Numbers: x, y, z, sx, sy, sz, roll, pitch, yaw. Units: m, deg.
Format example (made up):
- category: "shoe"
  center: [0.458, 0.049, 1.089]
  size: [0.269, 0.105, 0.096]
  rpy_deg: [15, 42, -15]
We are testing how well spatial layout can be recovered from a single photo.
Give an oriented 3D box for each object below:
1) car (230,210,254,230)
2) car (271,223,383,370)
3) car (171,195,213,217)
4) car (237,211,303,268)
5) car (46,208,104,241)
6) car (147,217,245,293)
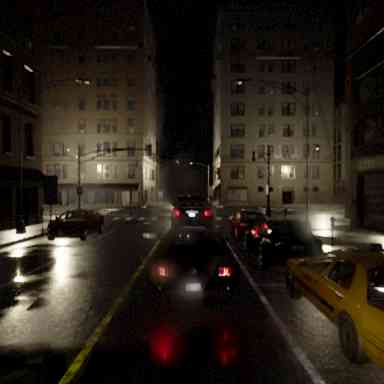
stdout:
- category: "car"
  center: [2.868, 1.564, 16.626]
  size: [1.802, 1.307, 4.206]
  rpy_deg: [-1, 0, 0]
- category: "car"
  center: [2.865, 1.519, 5.624]
  size: [1.752, 1.417, 4.829]
  rpy_deg: [-1, 0, 0]
- category: "car"
  center: [-0.001, 1.201, 18.785]
  size: [2.150, 2.045, 5.566]
  rpy_deg: [0, 0, 0]
- category: "car"
  center: [2.867, 1.554, 11.040]
  size: [1.947, 1.339, 4.313]
  rpy_deg: [-1, 0, 0]
- category: "car"
  center: [-5.677, 1.527, 16.625]
  size: [1.887, 1.381, 4.507]
  rpy_deg: [-1, 0, 0]
- category: "car"
  center: [0.047, 1.592, 8.794]
  size: [1.895, 1.301, 4.718]
  rpy_deg: [0, 0, 0]
